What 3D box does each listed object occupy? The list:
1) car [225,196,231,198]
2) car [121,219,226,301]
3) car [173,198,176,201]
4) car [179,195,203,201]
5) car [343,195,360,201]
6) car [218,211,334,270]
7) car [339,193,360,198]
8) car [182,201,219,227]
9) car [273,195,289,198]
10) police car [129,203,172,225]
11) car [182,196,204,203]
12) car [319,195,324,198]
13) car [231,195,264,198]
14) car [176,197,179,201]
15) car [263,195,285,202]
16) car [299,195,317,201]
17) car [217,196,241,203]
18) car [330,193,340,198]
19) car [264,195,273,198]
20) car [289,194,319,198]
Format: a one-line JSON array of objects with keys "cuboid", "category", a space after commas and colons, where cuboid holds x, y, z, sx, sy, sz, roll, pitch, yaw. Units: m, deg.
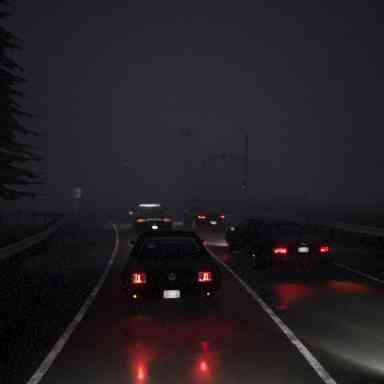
[{"cuboid": [9.162, 1.526, 66.147, 4.674, 1.442, 1.812, 0, 0, -20], "category": "car"}, {"cuboid": [-0.606, 1.601, 8.357, 1.895, 1.301, 4.718, 0, 0, -6], "category": "car"}, {"cuboid": [-1.622, 1.492, 65.855, 4.902, 1.511, 2.128, 0, 0, -20], "category": "car"}, {"cuboid": [0.463, 1.564, 59.185, 4.181, 1.385, 1.994, 0, 0, -21], "category": "car"}, {"cuboid": [41.106, 1.524, 85.724, 4.902, 1.511, 2.128, 0, 0, -39], "category": "car"}, {"cuboid": [2.535, 1.547, 11.113, 2.033, 1.411, 5.357, 0, 0, -8], "category": "car"}, {"cuboid": [35.468, 1.478, 73.266, 5.008, 1.535, 1.882, 0, 0, -27], "category": "car"}, {"cuboid": [0.666, 1.526, 20.513, 1.812, 1.442, 4.674, 0, 0, -13], "category": "car"}, {"cuboid": [20.444, 1.540, 70.344, 5.357, 1.411, 2.033, 0, 0, -21], "category": "car"}, {"cuboid": [-2.277, 1.425, 17.821, 1.930, 1.638, 5.238, 0, 0, -13], "category": "police car"}, {"cuboid": [0.291, 1.553, 70.236, 4.181, 1.385, 1.994, 0, 0, -21], "category": "car"}, {"cuboid": [28.423, 1.355, 77.416, 4.553, 1.767, 2.097, 0, 0, -23], "category": "car"}, {"cuboid": [10.559, 1.506, 62.963, 4.892, 1.490, 1.837, 0, 0, -20], "category": "car"}, {"cuboid": [-0.096, 1.352, 62.715, 4.553, 1.767, 2.097, 0, 0, -22], "category": "car"}, {"cuboid": [19.096, 1.500, 77.316, 4.892, 1.490, 1.837, 0, 0, -21], "category": "car"}, {"cuboid": [28.359, 1.553, 81.313, 4.181, 1.385, 1.994, 0, 0, -27], "category": "car"}, {"cuboid": [7.757, 1.524, 69.307, 4.674, 1.442, 1.812, 0, 0, -21], "category": "car"}, {"cuboid": [32.823, 1.540, 75.787, 5.357, 1.411, 2.033, 0, 0, -27], "category": "car"}, {"cuboid": [16.178, 1.355, 72.477, 4.553, 1.767, 2.097, 0, 0, -21], "category": "car"}, {"cuboid": [22.788, 1.524, 67.487, 4.674, 1.442, 1.812, 0, 0, -21], "category": "car"}]
